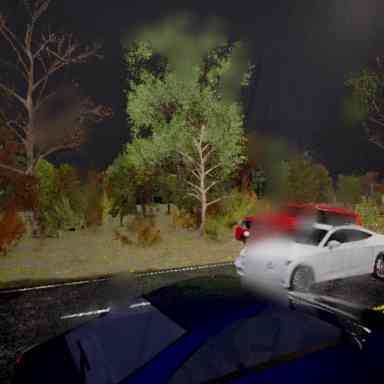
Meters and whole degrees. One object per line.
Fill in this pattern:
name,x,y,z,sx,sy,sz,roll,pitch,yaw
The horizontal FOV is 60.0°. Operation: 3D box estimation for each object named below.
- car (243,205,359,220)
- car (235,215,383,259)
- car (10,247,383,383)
car,4.408,1.522,13.016,5.566,2.045,2.150,9,-5,-28
car,3.341,1.535,8.721,4.674,1.442,1.812,0,0,-28
car,0.530,1.571,3.221,4.181,1.385,1.994,0,0,-29
